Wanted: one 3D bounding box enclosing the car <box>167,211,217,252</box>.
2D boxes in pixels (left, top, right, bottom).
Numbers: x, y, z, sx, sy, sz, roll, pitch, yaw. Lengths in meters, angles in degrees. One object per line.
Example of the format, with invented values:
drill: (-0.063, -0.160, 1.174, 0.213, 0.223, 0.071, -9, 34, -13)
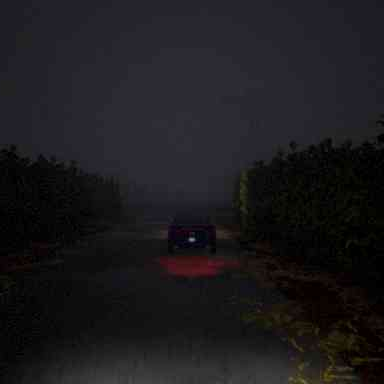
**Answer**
car: (0.002, 1.556, 14.456, 1.882, 1.535, 5.008, 0, 0, 0)
